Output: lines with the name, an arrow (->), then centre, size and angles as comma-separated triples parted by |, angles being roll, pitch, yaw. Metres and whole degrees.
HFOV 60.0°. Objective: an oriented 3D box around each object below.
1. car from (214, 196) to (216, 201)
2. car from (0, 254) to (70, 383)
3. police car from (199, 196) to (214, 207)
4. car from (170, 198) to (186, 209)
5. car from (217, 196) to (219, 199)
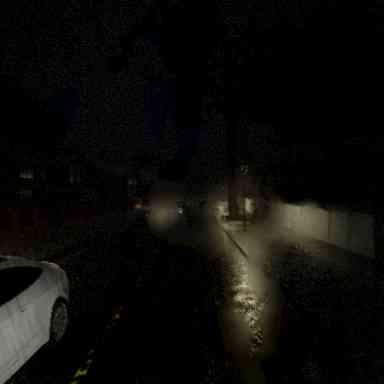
car -> 3.070, 1.710, 63.680 | 1.812, 1.442, 4.674 | 0, 0, 5
car -> -2.849, 1.534, 3.653 | 1.812, 1.442, 4.674 | 0, 0, 0
police car -> 2.232, 1.577, 53.870 | 1.930, 1.638, 5.238 | 0, 0, 4
car -> -1.893, 1.623, 46.651 | 2.128, 1.511, 4.902 | 0, 0, 4
car -> 5.121, 1.703, 87.947 | 2.128, 1.511, 4.902 | 0, 0, 9
